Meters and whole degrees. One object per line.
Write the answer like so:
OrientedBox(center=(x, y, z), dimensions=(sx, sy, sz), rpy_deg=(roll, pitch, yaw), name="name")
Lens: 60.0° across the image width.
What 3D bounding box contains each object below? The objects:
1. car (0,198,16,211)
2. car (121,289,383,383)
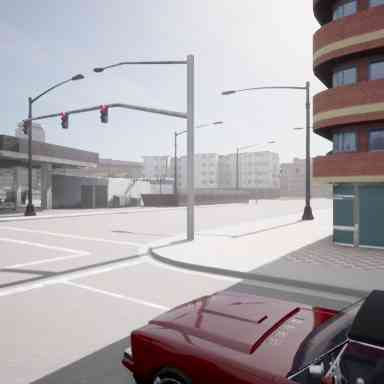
OrientedBox(center=(-22.253, 1.456, 38.776), dimensions=(3.806, 1.475, 1.970), rpy_deg=(0, 0, 36), name="car")
OrientedBox(center=(1.611, 1.601, 2.824), dimensions=(4.718, 1.301, 1.895), rpy_deg=(0, 0, 36), name="car")
